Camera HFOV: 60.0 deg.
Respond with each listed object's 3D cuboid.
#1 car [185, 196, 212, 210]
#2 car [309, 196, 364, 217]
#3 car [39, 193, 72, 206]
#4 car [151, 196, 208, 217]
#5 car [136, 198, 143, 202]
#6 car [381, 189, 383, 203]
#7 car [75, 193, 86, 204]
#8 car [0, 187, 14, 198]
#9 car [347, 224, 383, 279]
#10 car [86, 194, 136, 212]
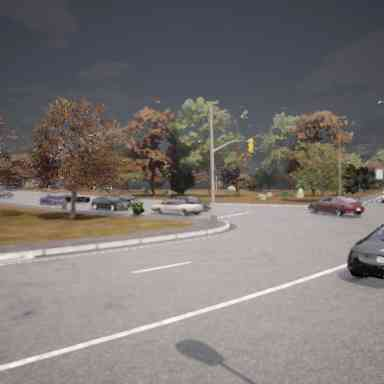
[{"bbox_3d":[-0.307,1.137,32.565,4.892,1.490,1.837,0,2,38],"label":"car"},{"bbox_3d":[11.037,1.057,25.644,1.812,1.442,4.674,-1,1,-18],"label":"car"},{"bbox_3d":[-17.359,0.865,41.542,4.674,1.442,1.812,3,3,38],"label":"car"},{"bbox_3d":[-1.299,1.334,28.896,4.718,1.301,1.895,0,2,38],"label":"car"},{"bbox_3d":[-7.724,1.006,38.404,4.902,1.511,2.128,2,3,38],"label":"car"},{"bbox_3d":[24.282,0.204,40.075,2.150,2.045,5.566,-1,1,36],"label":"car"},{"bbox_3d":[-15.639,0.824,44.647,4.718,1.301,1.895,3,3,38],"label":"car"},{"bbox_3d":[-29.315,-0.006,51.041,4.553,1.767,2.097,3,3,38],"label":"car"},{"bbox_3d":[5.859,1.468,8.806,4.181,1.385,1.994,-1,1,-41],"label":"car"},{"bbox_3d":[-8.481,1.147,34.549,4.892,1.490,1.837,1,2,38],"label":"car"}]
